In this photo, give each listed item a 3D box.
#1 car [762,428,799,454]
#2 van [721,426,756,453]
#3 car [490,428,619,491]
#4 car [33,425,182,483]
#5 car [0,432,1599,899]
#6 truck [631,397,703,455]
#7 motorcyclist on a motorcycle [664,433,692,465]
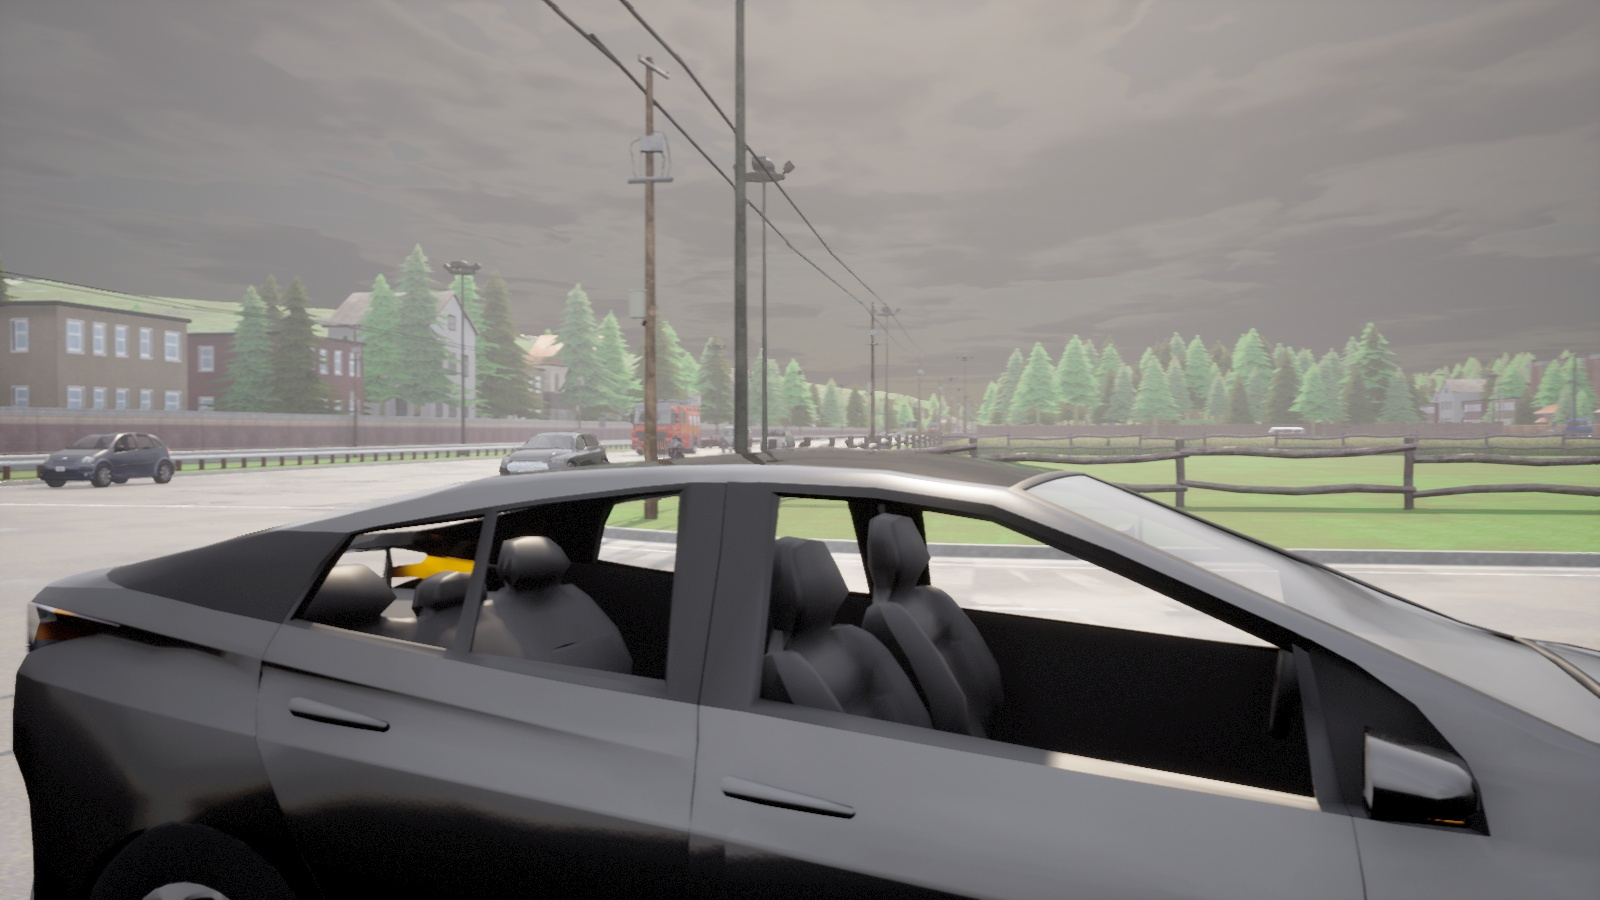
[{"bbox_3d":[-1.412,-0.670,91.704,1.932,1.855,4.605,0,1,9],"label":"car"},{"bbox_3d":[-4.585,-0.784,94.033,1.775,1.987,4.442,0,1,9],"label":"van"},{"bbox_3d":[-6.824,0.216,35.453,2.033,1.649,4.856,0,1,9],"label":"car"},{"bbox_3d":[-20.650,0.079,37.650,1.851,1.617,3.988,0,1,9],"label":"car"},{"bbox_3d":[0.304,0.732,3.063,4.514,1.525,2.007,1,1,20],"label":"car"},{"bbox_3d":[-9.145,-1.634,87.610,2.891,3.827,8.468,0,1,9],"label":"truck"},{"bbox_3d":[-6.073,-0.060,62.437,0.866,1.530,2.191,0,1,9],"label":"motorcyclist on a motorcycle"}]
